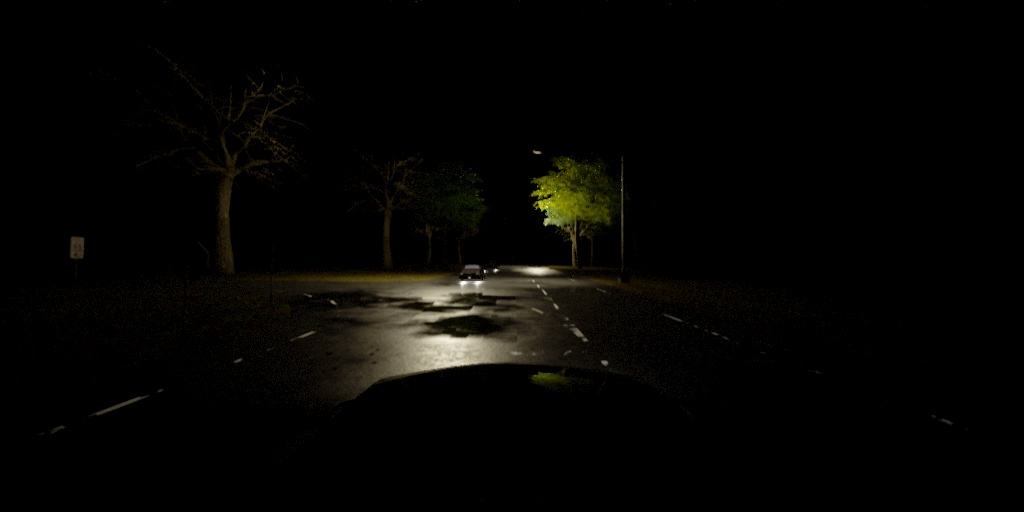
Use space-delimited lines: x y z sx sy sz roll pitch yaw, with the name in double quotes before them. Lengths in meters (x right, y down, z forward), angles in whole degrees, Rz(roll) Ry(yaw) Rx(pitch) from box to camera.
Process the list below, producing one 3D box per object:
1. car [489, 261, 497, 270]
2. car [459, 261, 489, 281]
"car" -3.520 1.498 59.724 1.882 1.535 5.008 0 0 0
"car" -3.476 1.400 31.972 2.033 1.411 5.357 0 0 0
